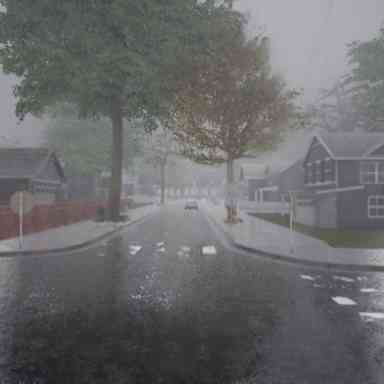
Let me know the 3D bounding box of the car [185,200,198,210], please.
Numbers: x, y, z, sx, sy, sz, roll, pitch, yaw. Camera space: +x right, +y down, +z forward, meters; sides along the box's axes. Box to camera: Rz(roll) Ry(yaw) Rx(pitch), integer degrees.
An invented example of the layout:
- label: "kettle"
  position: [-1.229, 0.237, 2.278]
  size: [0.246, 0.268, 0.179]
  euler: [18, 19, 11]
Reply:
- label: "car"
  position: [-0.064, 2.055, 51.306]
  size: [1.994, 1.385, 4.181]
  euler: [0, -1, 0]

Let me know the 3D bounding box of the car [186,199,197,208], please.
- label: "car"
  position: [-0.076, 2.111, 61.312]
  size: [1.812, 1.442, 4.674]
  euler: [0, -1, 0]
